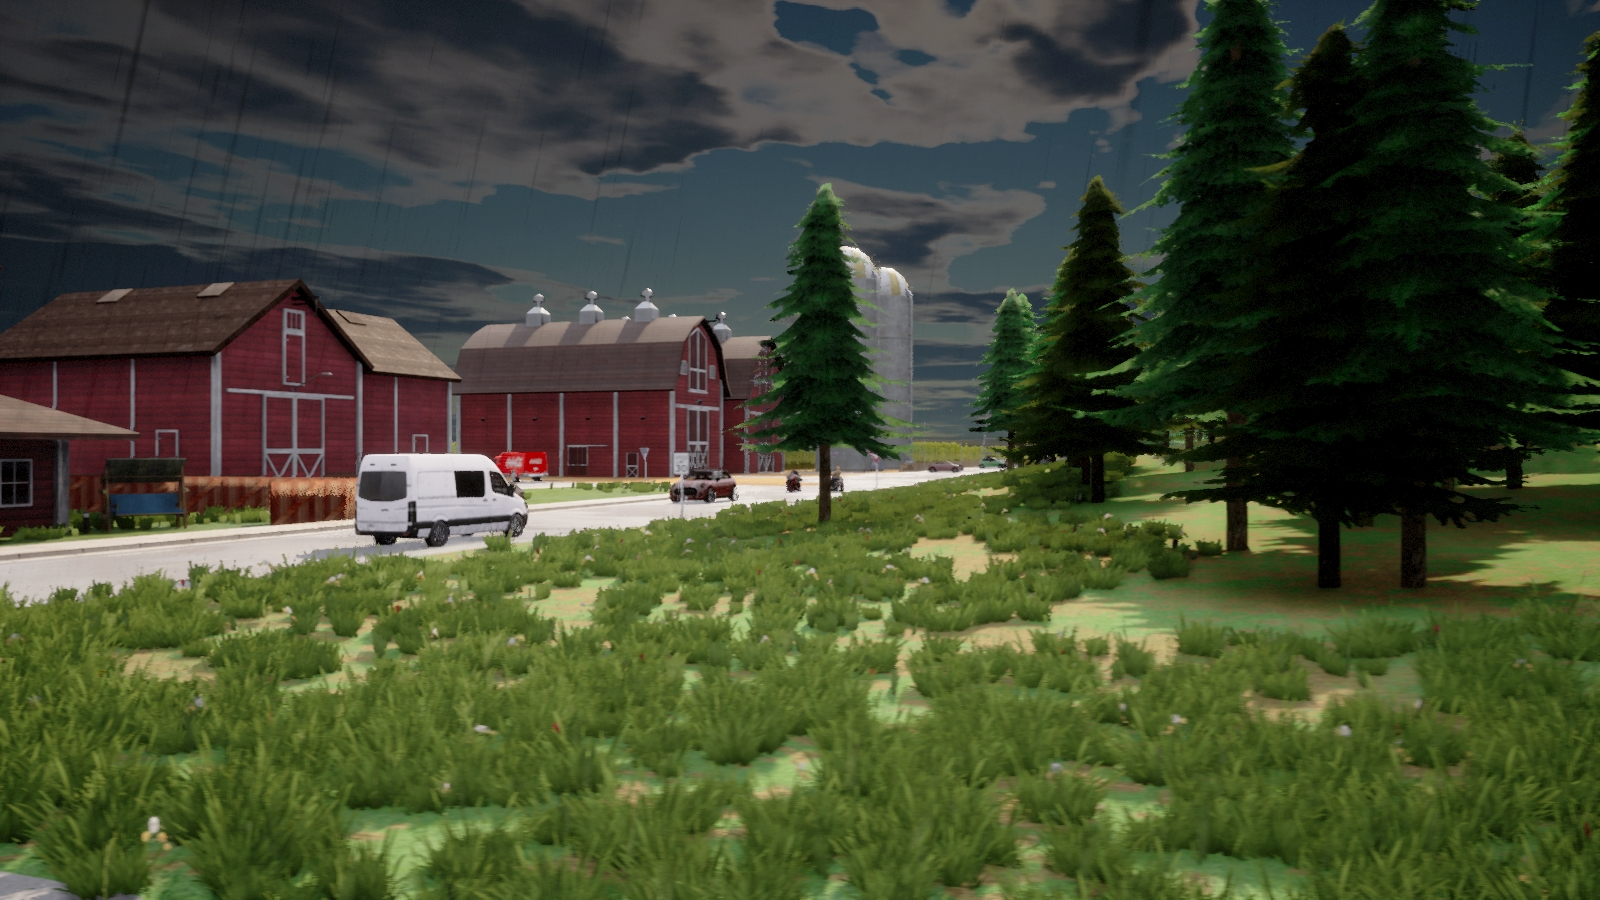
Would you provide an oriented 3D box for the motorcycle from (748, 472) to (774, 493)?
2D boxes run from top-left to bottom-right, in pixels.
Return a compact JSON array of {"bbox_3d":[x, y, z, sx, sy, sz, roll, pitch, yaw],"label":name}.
[{"bbox_3d":[-2.431,2.023,71.255,0.867,1.251,2.209,0,0,20],"label":"motorcycle"}]

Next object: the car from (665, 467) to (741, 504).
[{"bbox_3d":[-4.877,1.765,58.092,2.097,1.767,4.553,0,0,20],"label":"car"}]

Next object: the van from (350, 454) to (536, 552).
[{"bbox_3d":[-10.174,1.394,33.195,1.988,2.561,5.915,0,0,20],"label":"van"}]
